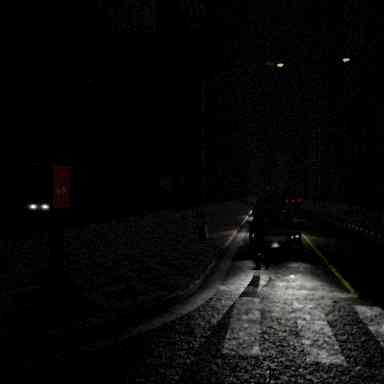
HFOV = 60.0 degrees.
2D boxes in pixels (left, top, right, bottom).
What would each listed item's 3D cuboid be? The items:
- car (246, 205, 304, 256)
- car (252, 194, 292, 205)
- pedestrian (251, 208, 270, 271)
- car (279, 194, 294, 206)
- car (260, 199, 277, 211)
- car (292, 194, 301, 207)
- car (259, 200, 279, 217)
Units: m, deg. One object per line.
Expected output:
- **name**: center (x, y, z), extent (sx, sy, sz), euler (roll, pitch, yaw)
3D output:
- **car**: center (3.290, 1.504, 13.381), extent (2.128, 1.511, 4.902), euler (0, 0, 12)
- **car**: center (5.418, 1.244, 23.004), extent (2.150, 2.045, 5.566), euler (0, 0, 13)
- **pedestrian**: center (1.916, 1.303, 9.425), extent (0.375, 1.860, 0.375), euler (1, -1, 12)
- **car**: center (16.479, 1.315, 58.253), extent (2.150, 2.045, 5.566), euler (0, 0, 13)
- **car**: center (9.779, 1.621, 42.516), extent (1.994, 1.385, 4.181), euler (0, 0, 13)
- **car**: center (13.837, 1.284, 46.267), extent (2.150, 2.045, 5.566), euler (0, 0, 13)
- **car**: center (7.577, 1.563, 32.733), extent (1.812, 1.442, 4.674), euler (0, 0, 12)
